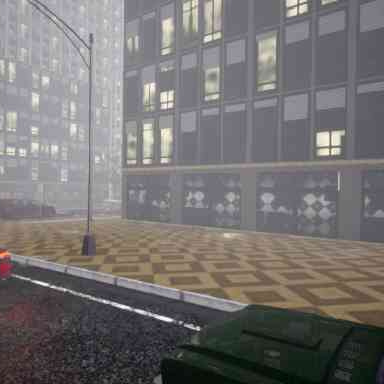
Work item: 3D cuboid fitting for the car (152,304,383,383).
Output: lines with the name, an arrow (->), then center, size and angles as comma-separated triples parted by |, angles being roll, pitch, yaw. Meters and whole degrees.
car -> 1.983, 1.601, 2.272 | 4.718, 1.301, 1.895 | 0, 0, 35

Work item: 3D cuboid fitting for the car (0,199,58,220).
car -> -14.875, 1.519, 29.960 | 2.192, 1.841, 5.009 | 1, 0, 36

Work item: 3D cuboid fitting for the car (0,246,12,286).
car -> -6.128, 1.521, 8.018 | 4.674, 1.442, 1.812 | 0, 0, 35

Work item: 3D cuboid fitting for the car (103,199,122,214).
car -> -8.100, 1.830, 39.188 | 1.752, 1.417, 4.829 | 1, 0, 36

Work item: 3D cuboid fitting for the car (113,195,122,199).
car -> -9.832, 1.475, 46.588 | 2.150, 2.045, 5.566 | 1, 0, 36

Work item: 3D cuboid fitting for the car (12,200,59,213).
car -> -18.396, 1.643, 39.327 | 1.752, 1.417, 4.829 | 1, 0, 36
